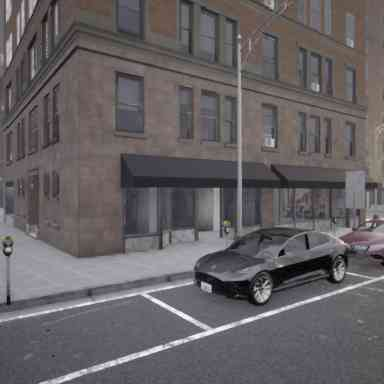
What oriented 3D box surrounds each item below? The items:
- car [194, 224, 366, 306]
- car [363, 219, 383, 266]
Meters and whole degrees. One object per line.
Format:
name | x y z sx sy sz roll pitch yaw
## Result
car | 2.058 1.564 8.037 4.313 1.339 1.947 0 0 -36
car | 6.519 1.579 11.256 4.206 1.307 1.802 0 0 -36
